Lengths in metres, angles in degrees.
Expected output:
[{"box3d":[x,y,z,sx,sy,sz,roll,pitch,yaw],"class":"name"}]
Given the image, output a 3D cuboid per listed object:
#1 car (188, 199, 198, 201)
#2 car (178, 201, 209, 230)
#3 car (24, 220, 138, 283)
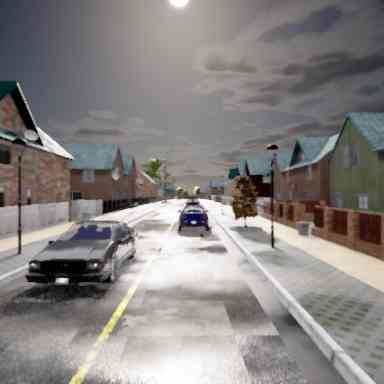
[{"box3d":[0.109,1.612,41.730,1.812,1.442,4.674,0,0,0],"class":"car"},{"box3d":[0.105,1.552,21.146,1.812,1.442,4.674,0,0,0],"class":"car"},{"box3d":[-2.835,1.556,9.936,2.033,1.411,5.357,0,0,0],"class":"car"}]
